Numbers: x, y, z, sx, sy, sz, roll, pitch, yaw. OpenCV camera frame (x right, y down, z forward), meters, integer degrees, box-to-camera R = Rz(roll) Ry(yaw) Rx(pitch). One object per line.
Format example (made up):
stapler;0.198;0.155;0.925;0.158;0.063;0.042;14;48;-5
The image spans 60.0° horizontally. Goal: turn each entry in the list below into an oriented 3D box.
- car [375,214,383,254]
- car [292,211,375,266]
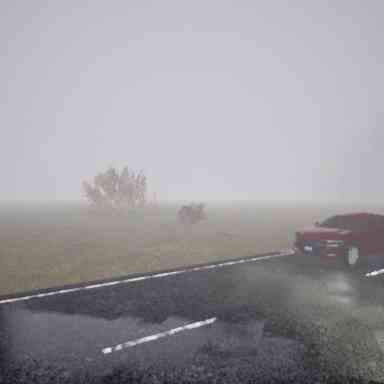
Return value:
car;7.528;1.206;9.058;5.566;2.045;2.150;0;0;-36
car;5.617;1.462;11.688;5.008;1.535;1.882;0;0;-36
